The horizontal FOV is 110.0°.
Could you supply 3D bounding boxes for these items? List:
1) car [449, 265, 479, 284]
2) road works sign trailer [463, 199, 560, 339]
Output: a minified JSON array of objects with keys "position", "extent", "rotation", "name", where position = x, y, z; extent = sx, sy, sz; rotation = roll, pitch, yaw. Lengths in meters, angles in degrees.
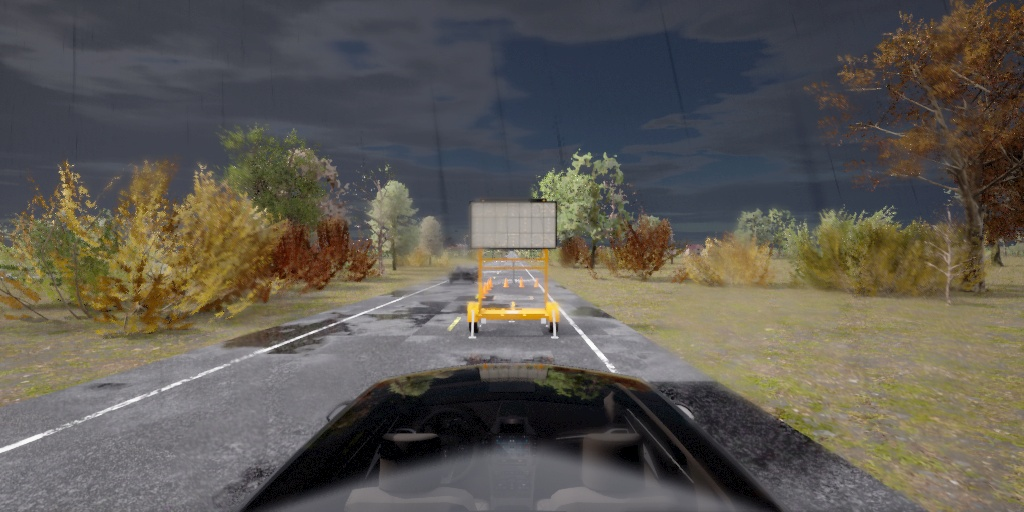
[{"position":[-3.470,1.332,26.821],"extent":[1.895,1.301,4.718],"rotation":[0,0,0],"name":"car"},{"position":[0.045,0.212,10.072],"extent":[2.380,3.560,2.880],"rotation":[0,0,0],"name":"road works sign trailer"}]
